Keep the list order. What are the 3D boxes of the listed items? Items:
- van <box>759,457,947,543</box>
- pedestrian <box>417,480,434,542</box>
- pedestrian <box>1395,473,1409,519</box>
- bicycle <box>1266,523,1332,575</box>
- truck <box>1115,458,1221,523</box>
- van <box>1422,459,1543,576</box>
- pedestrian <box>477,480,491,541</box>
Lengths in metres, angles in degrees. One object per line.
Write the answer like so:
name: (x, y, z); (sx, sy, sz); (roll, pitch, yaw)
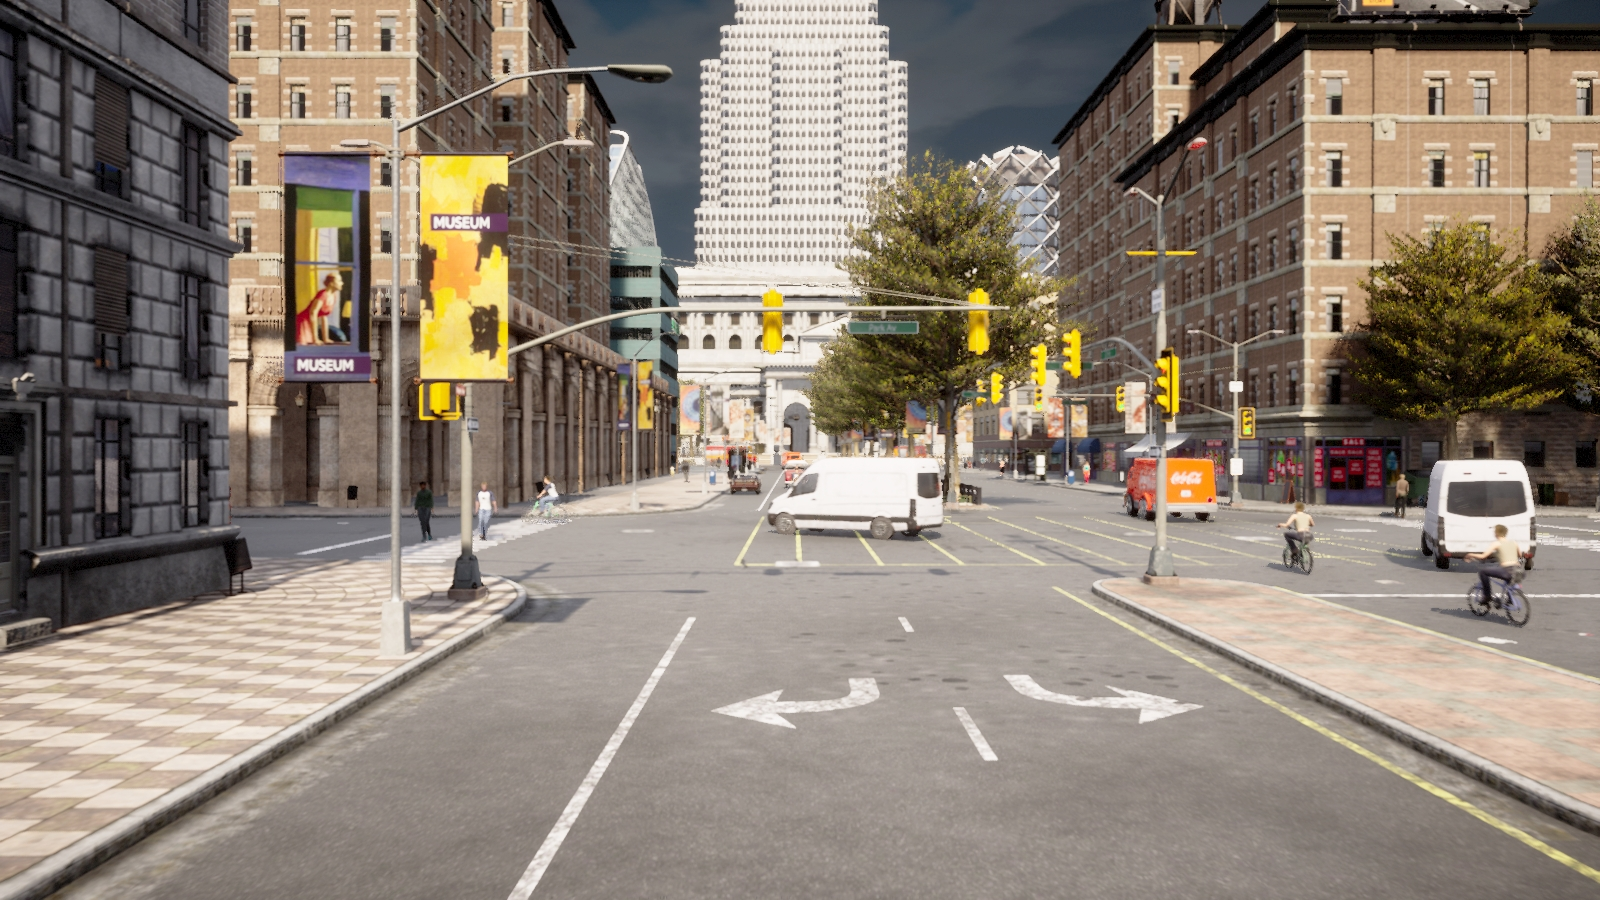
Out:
van: (1.647, 1.534, 37.109); (5.915, 2.561, 1.988); (0, -1, 35)
pedestrian: (-11.417, 1.848, 34.834); (0.375, 1.860, 0.375); (0, 0, 0)
pedestrian: (24.315, 1.849, 46.153); (0.375, 1.860, 0.375); (0, 0, 9)
bicycle: (11.417, 2.256, 26.205); (0.859, 1.080, 1.487); (0, 0, 0)
truck: (14.867, 1.568, 46.519); (2.627, 2.467, 5.204); (0, 0, 0)
van: (16.764, 1.534, 28.350); (1.988, 2.561, 5.915); (-1, -1, 26)
pedestrian: (-9.714, 1.849, 35.137); (0.375, 1.860, 0.375); (0, 0, -12)
